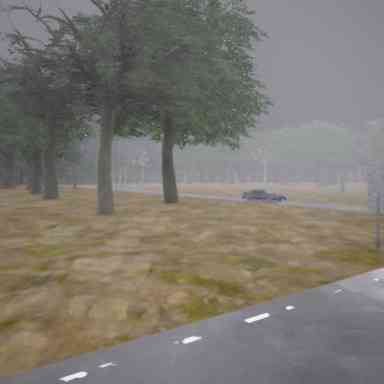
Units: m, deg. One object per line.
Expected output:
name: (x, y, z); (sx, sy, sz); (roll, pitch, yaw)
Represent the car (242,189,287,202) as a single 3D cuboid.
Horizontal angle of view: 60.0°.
car: (8.037, 0.371, 37.450); (2.033, 1.411, 5.357); (1, 1, -39)
